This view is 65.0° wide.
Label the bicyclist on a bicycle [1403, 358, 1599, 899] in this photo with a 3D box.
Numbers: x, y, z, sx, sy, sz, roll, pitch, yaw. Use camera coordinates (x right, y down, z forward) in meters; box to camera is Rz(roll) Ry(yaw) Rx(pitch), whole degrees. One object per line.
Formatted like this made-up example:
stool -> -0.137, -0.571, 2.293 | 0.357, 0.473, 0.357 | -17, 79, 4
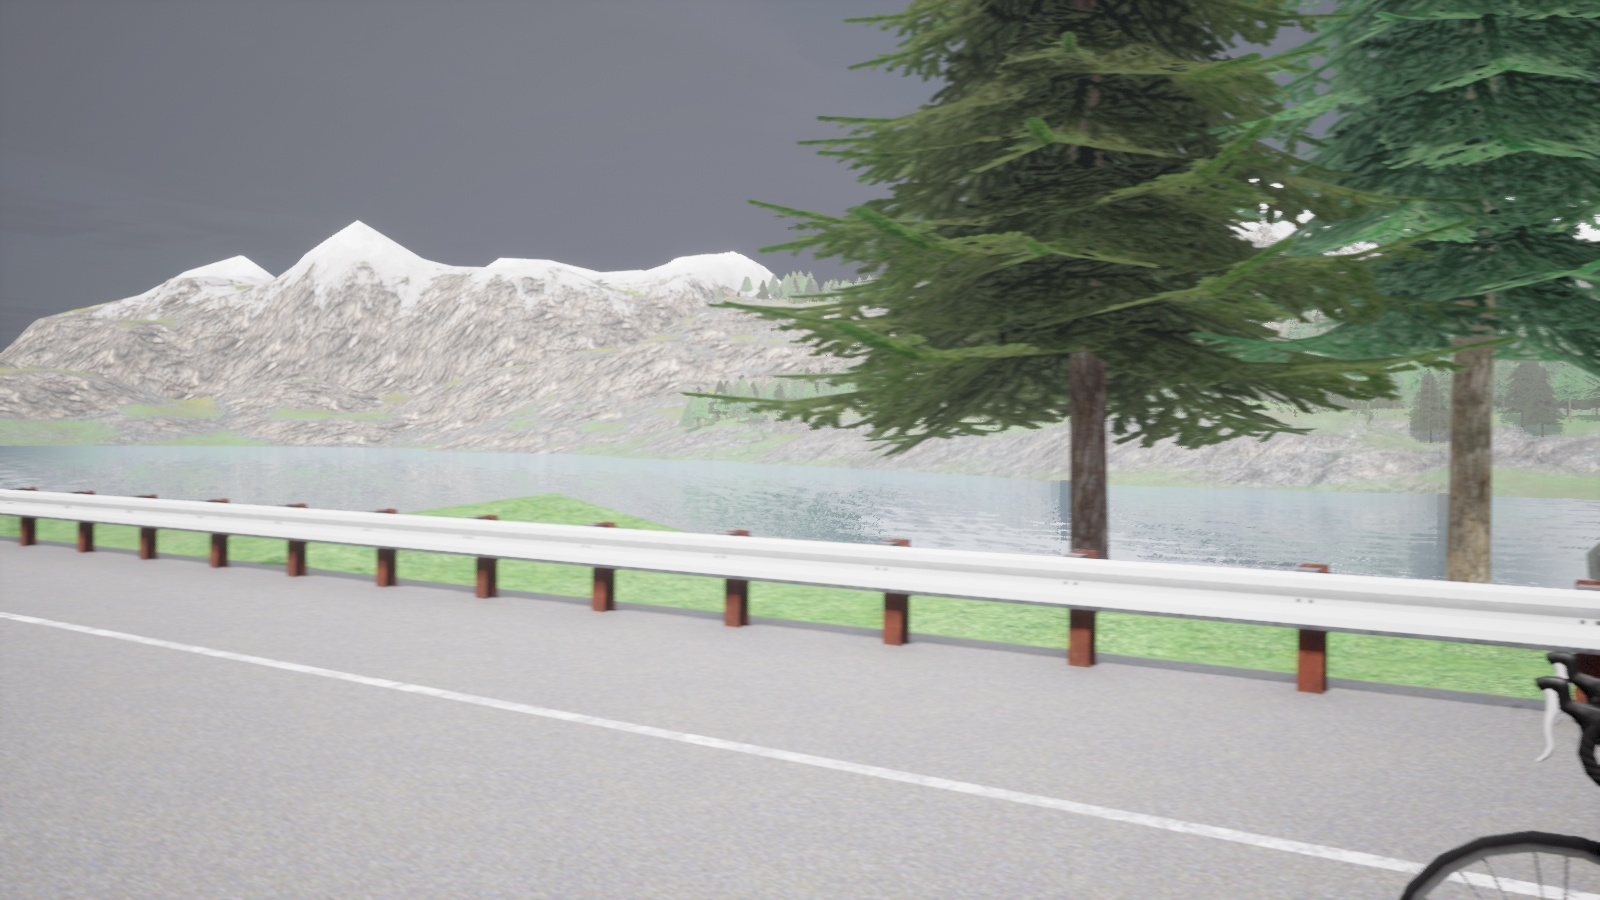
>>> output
bicyclist on a bicycle -> 2.051, 0.633, 2.261 | 1.656, 1.620, 0.582 | -1, 1, 34
